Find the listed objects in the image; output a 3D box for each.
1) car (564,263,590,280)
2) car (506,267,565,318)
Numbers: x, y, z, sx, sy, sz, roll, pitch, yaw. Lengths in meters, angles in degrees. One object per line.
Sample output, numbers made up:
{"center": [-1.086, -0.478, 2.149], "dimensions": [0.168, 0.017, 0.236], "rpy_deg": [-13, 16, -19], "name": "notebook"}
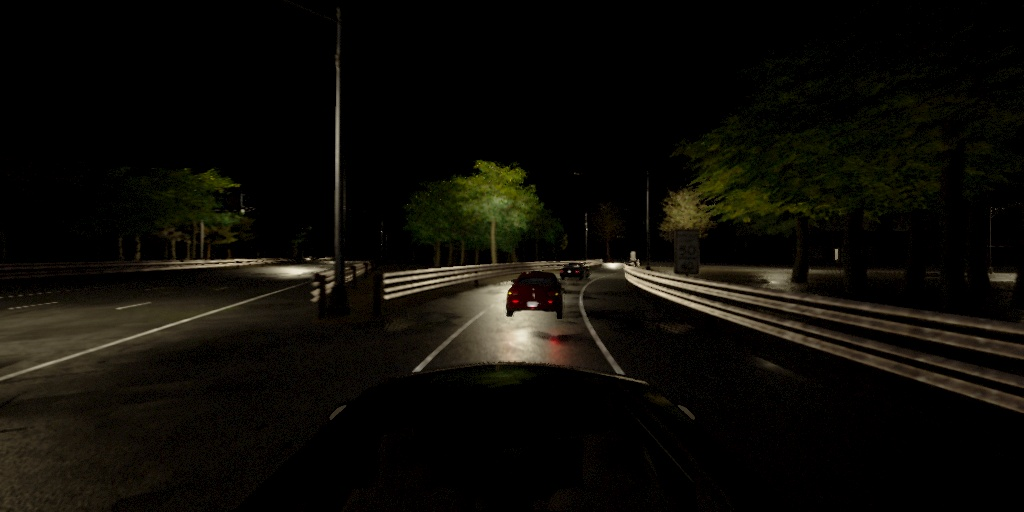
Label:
{"center": [5.510, 1.300, 31.083], "dimensions": [2.033, 1.411, 5.357], "rpy_deg": [0, 0, 21], "name": "car"}
{"center": [0.934, 1.282, 13.029], "dimensions": [1.812, 1.442, 4.674], "rpy_deg": [0, 0, 8], "name": "car"}
